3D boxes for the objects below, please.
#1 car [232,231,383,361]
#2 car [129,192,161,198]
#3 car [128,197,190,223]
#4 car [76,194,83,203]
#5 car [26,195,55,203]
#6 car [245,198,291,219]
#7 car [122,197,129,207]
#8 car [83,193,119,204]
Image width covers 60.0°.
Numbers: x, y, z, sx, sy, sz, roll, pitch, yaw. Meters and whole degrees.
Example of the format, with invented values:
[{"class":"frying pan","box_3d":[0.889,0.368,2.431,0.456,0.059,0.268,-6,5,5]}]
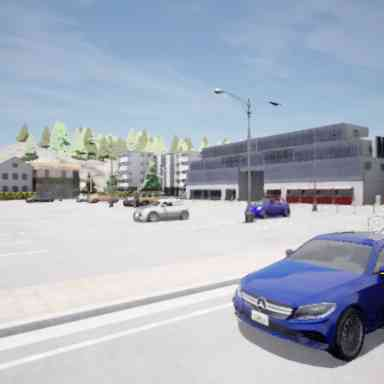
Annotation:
[{"class":"car","box_3d":[2.842,1.485,5.993,4.674,1.442,1.812,0,0,-35]},{"class":"car","box_3d":[-4.841,0.956,40.349,4.605,1.855,1.932,-1,0,-35]},{"class":"car","box_3d":[-2.125,1.299,23.227,3.806,1.475,1.970,-1,0,-35]},{"class":"car","box_3d":[-18.083,1.093,58.080,3.806,1.475,1.970,-1,0,-35]},{"class":"car","box_3d":[-25.961,1.208,57.057,4.514,1.523,2.007,-1,0,-35]},{"class":"car","box_3d":[5.668,1.236,25.022,3.633,1.501,1.845,-1,0,-35]},{"class":"car","box_3d":[-6.840,0.938,42.498,3.866,1.878,1.905,-1,0,-35]},{"class":"car","box_3d":[-14.151,1.013,52.998,5.027,1.636,2.152,-1,0,-35]}]
